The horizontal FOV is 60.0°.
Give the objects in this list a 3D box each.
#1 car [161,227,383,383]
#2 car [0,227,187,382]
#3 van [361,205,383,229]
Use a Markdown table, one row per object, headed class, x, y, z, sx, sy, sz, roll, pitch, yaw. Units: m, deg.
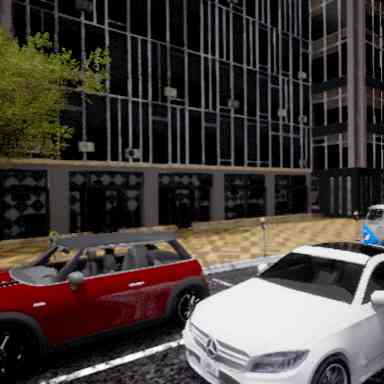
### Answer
| class | x | y | z | sx | sy | sz | roll | pitch | yaw |
| --- | --- | --- | --- | --- | --- | --- | --- | --- | --- |
| car | 2.079 | 1.520 | 4.791 | 4.674 | 1.442 | 1.812 | 0 | 0 | -35 |
| car | -1.751 | 1.438 | 5.341 | 4.097 | 1.590 | 1.967 | 0 | -1 | -35 |
| van | 7.859 | 1.321 | 12.184 | 3.998 | 1.788 | 1.690 | 0 | -1 | -35 |
